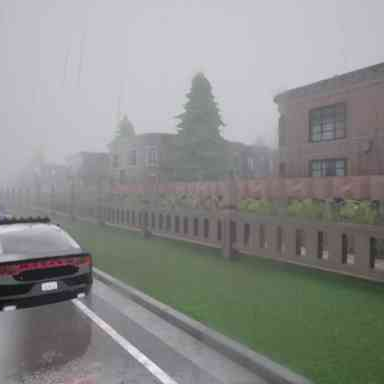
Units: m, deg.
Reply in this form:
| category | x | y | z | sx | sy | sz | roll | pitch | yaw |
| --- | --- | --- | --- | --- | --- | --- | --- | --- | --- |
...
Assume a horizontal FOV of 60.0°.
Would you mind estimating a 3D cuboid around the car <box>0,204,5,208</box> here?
| category | x | y | z | sx | sy | sz | roll | pitch | yaw |
| --- | --- | --- | --- | --- | --- | --- | --- | --- | --- |
| car | -9.798 | 1.296 | 15.735 | 2.097 | 1.767 | 4.553 | 0 | 0 | -36 |

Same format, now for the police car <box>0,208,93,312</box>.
| category | x | y | z | sx | sy | sz | roll | pitch | yaw |
| --- | --- | --- | --- | --- | --- | --- | --- | --- | --- |
| police car | -3.969 | 1.401 | 7.783 | 1.930 | 1.638 | 5.238 | 0 | 0 | -36 |
